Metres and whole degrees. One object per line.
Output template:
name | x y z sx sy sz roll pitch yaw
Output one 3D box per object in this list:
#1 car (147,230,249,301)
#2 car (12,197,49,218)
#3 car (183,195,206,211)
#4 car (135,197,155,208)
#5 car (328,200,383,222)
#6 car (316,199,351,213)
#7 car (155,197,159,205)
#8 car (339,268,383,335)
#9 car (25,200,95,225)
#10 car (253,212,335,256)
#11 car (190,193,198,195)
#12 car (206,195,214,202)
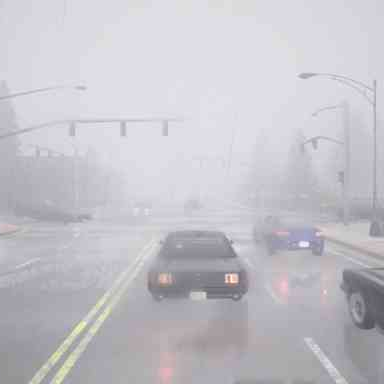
car | 0.103 1.601 8.281 1.895 1.301 4.718 0 0 0
car | -13.216 1.352 29.422 4.553 1.767 2.097 0 0 0
car | 0.139 1.505 41.533 1.837 1.490 4.892 2 0 10
car | -6.872 1.526 47.371 1.812 1.442 4.674 0 0 0
car | 13.274 1.525 25.389 4.674 1.442 1.812 0 0 0
car | 16.095 1.478 36.046 5.008 1.535 1.882 0 0 0
car | -6.815 1.564 57.395 1.994 1.385 4.181 0 0 0
car | 3.615 1.601 3.968 1.895 1.301 4.718 0 0 0
car | -9.436 1.547 23.991 5.357 1.411 2.033 0 0 34
car | 3.643 1.526 13.071 1.812 1.442 4.674 0 0 0
car | 0.360 1.225 74.852 2.150 2.045 5.566 0 0 0
car | 3.864 1.355 74.956 2.097 1.767 4.553 0 0 0
